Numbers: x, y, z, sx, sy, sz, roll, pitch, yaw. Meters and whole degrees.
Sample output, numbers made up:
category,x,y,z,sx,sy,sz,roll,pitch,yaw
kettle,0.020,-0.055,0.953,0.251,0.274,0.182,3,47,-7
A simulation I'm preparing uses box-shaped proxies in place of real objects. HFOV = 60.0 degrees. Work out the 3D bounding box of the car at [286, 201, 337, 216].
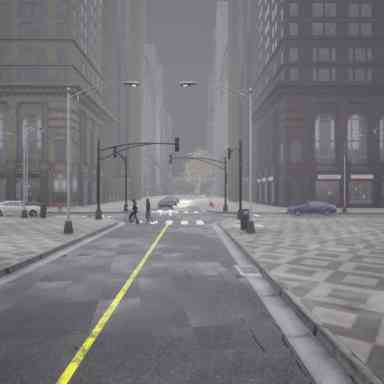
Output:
category,x,y,z,sx,sy,sz,roll,pitch,yaw
car,11.633,1.564,32.455,4.674,1.442,1.812,0,0,1

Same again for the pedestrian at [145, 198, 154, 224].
category,x,y,z,sx,sy,sz,roll,pitch,yaw
pedestrian,-3.008,1.293,23.041,0.375,1.860,0.375,0,0,0

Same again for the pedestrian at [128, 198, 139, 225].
category,x,y,z,sx,sy,sz,roll,pitch,yaw
pedestrian,-3.947,1.293,22.432,0.375,1.860,0.375,0,0,0

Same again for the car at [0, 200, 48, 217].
category,x,y,z,sx,sy,sz,roll,pitch,yaw
car,-15.062,1.474,29.056,4.674,1.442,1.812,0,0,-2

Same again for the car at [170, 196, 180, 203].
category,x,y,z,sx,sy,sz,roll,pitch,yaw
car,-3.529,1.542,68.145,1.812,1.442,4.674,0,0,0

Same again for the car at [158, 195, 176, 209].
category,x,y,z,sx,sy,sz,roll,pitch,yaw
car,-3.458,1.546,44.496,2.033,1.411,5.357,0,0,-4

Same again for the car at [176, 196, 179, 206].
category,x,y,z,sx,sy,sz,roll,pitch,yaw
car,-3.502,1.354,54.458,2.097,1.767,4.553,0,0,0
